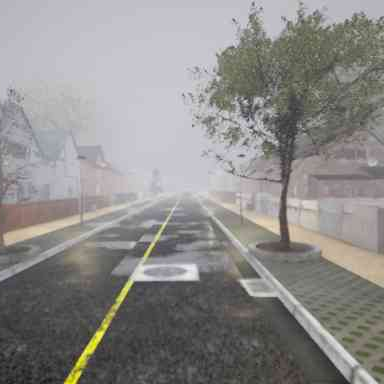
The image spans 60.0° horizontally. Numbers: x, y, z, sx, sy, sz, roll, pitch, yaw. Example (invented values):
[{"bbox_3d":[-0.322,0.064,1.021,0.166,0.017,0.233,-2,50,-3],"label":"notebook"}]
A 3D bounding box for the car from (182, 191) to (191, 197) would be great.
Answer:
[{"bbox_3d":[-1.327,0.379,81.802,2.033,1.411,5.357,-1,1,-1],"label":"car"}]

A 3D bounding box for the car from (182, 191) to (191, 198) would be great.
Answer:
[{"bbox_3d":[-1.161,0.634,71.848,1.994,1.385,4.181,-1,1,-1],"label":"car"}]
